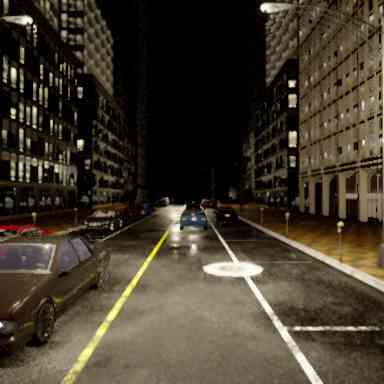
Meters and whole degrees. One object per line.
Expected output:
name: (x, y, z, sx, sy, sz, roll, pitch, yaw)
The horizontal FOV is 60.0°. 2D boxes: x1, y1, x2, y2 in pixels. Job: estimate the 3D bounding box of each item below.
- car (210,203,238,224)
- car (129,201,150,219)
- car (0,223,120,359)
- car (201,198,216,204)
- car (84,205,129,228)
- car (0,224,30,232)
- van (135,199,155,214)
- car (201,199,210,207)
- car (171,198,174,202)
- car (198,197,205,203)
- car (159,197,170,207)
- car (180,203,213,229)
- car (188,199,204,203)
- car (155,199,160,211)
car: (2.700, 1.827, 27.292, 1.947, 1.339, 4.313, 0, -1, 0)
car: (-5.679, 1.859, 32.999, 1.887, 1.381, 4.507, 0, -1, 0)
car: (-3.100, 1.613, 6.682, 2.033, 1.411, 5.357, 0, -1, 0)
car: (2.707, 1.911, 50.059, 1.967, 1.590, 4.097, 0, -1, 0)
car: (-5.682, 1.759, 21.615, 2.008, 1.369, 4.403, 0, -1, 0)
car: (-5.684, 1.682, 10.229, 1.802, 1.307, 4.206, 0, -1, 0)
van: (-5.676, 1.708, 38.693, 1.690, 1.788, 3.998, 0, -1, 0)
car: (2.711, 2.151, 67.304, 1.752, 1.417, 4.829, 0, -1, 0)
car: (-5.669, 2.241, 72.843, 1.947, 1.339, 4.313, 0, -1, 0)
car: (2.718, 2.315, 95.593, 1.967, 1.590, 4.097, 0, 0, 0)
car: (-5.671, 2.014, 61.459, 1.967, 1.590, 4.097, 0, -1, 0)
car: (0.106, 1.770, 23.180, 2.033, 1.411, 5.357, 0, -1, 0)
car: (0.111, 1.942, 41.696, 2.033, 1.411, 5.357, 0, -1, 0)
car: (-5.676, 2.002, 44.383, 1.802, 1.307, 4.206, 0, -1, 0)
